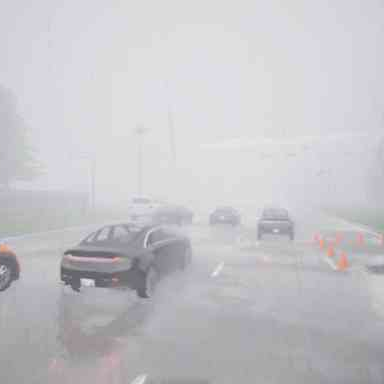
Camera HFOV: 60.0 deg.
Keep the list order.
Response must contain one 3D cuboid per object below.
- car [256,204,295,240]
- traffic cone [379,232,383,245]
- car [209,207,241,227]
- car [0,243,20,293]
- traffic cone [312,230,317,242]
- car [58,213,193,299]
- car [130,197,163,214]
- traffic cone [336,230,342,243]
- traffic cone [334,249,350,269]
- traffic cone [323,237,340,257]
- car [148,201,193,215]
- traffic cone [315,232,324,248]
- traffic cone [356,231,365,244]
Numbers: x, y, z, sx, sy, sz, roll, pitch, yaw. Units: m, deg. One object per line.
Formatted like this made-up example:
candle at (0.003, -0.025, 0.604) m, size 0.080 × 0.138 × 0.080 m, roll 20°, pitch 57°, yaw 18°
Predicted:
car at (4.575, 1.678, 18.321) m, size 2.128 × 1.511 × 4.902 m, roll 0°, pitch -1°, yaw 13°
traffic cone at (9.000, 2.155, 15.617) m, size 0.340 × 0.580 × 0.340 m, roll 0°, pitch 0°, yaw 13°
car at (2.559, 1.791, 25.233) m, size 1.994 × 1.385 × 4.181 m, roll 0°, pitch 0°, yaw 13°
car at (-5.655, 1.359, 6.396) m, size 2.097 × 1.767 × 4.553 m, roll 0°, pitch -1°, yaw 17°
traffic cone at (6.076, 2.138, 16.286) m, size 0.340 × 0.580 × 0.340 m, roll 0°, pitch 0°, yaw 13°
car at (-1.386, 1.552, 8.739) m, size 2.128 × 1.511 × 4.902 m, roll 0°, pitch -1°, yaw 15°
car at (-3.632, 1.434, 29.507) m, size 2.150 × 2.045 × 5.566 m, roll 0°, pitch -1°, yaw 13°
traffic cone at (7.051, 2.144, 16.063) m, size 0.340 × 0.580 × 0.340 m, roll 0°, pitch 0°, yaw 13°
traffic cone at (4.739, 2.079, 10.437) m, size 0.340 × 0.580 × 0.340 m, roll 0°, pitch 0°, yaw 13°
traffic cone at (5.185, 2.099, 12.386) m, size 0.340 × 0.580 × 0.340 m, roll 0°, pitch 0°, yaw 13°
car at (-1.246, 1.667, 24.279) m, size 1.882 × 1.535 × 5.008 m, roll 0°, pitch -1°, yaw 13°
traffic cone at (5.630, 2.118, 14.336) m, size 0.340 × 0.580 × 0.340 m, roll 0°, pitch 0°, yaw 13°
traffic cone at (8.026, 2.149, 15.840) m, size 0.340 × 0.580 × 0.340 m, roll 0°, pitch 0°, yaw 13°
